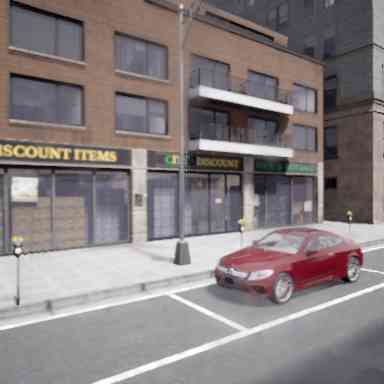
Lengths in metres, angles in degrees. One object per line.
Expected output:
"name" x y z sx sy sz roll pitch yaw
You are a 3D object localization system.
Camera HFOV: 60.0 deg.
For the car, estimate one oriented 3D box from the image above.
"car" 2.461 1.540 7.941 4.206 1.307 1.802 0 0 -35
